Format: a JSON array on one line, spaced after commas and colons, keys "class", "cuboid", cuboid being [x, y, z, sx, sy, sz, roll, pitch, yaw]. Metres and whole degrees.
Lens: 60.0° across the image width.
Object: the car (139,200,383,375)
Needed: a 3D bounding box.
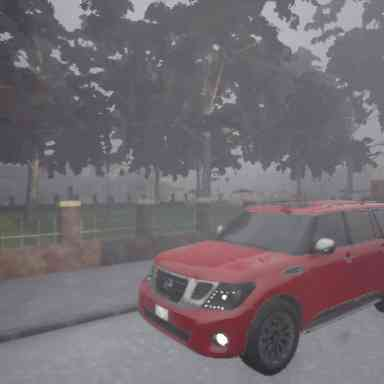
[{"class": "car", "cuboid": [1.853, 1.199, 5.934, 5.566, 2.045, 2.150, 0, 0, -36]}]
